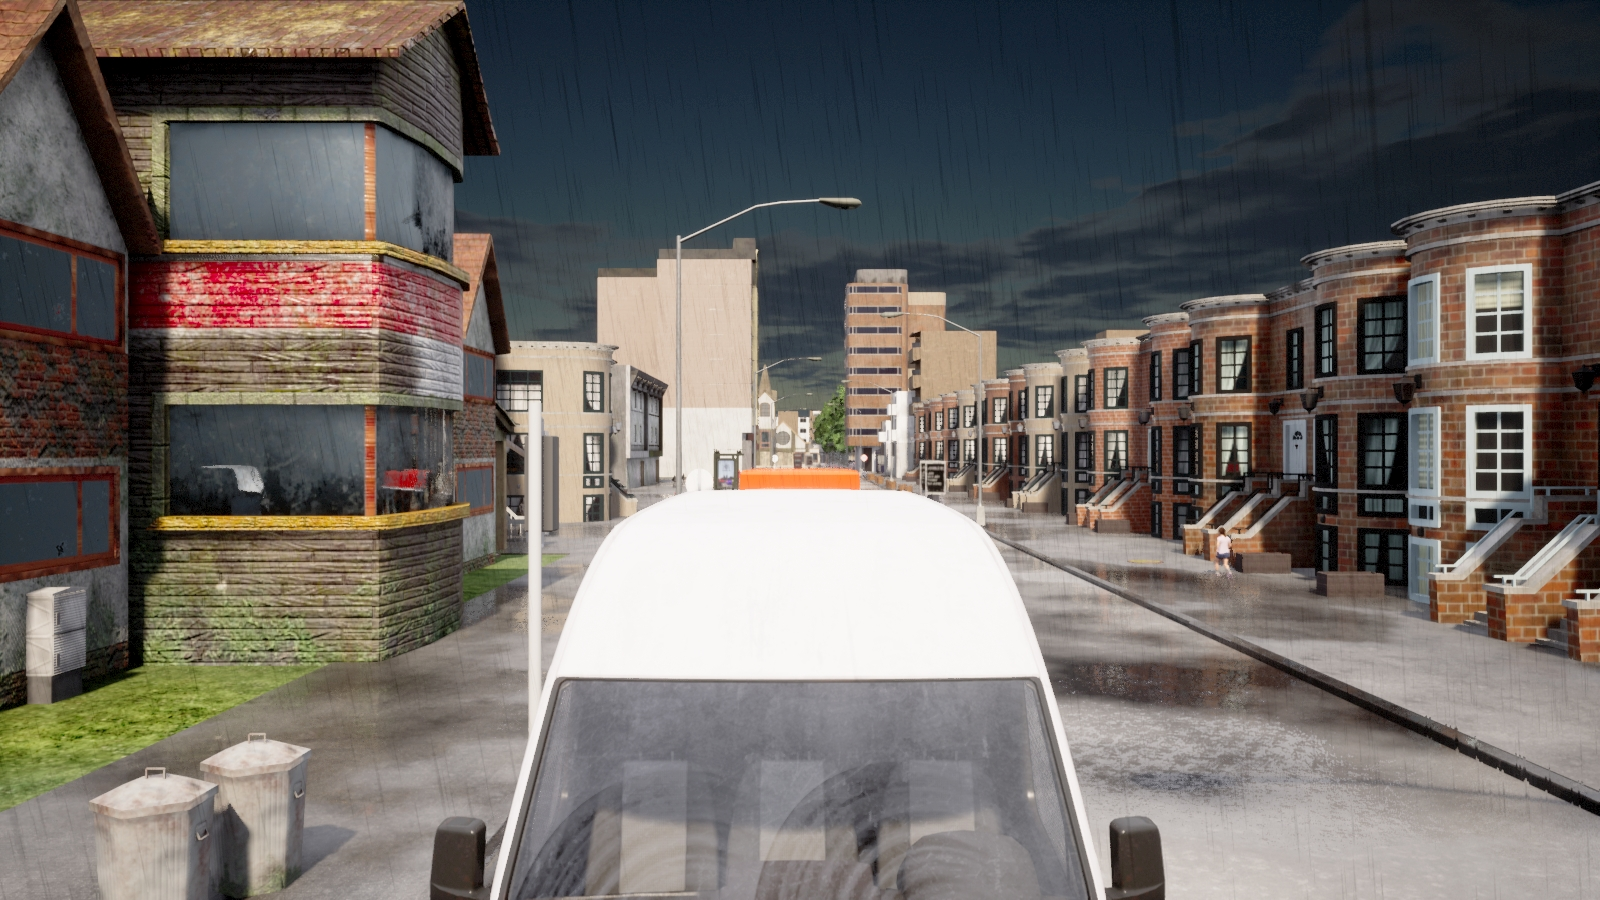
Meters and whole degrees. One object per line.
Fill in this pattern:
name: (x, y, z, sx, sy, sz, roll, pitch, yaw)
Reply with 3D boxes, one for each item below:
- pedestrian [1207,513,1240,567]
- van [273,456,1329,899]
pedestrian: (8.946, 1.904, 24.148, 0.500, 1.100, 0.500, 0, 0, -5)
van: (-0.003, 1.315, 5.109, 1.988, 2.561, 5.915, 0, 0, 0)
